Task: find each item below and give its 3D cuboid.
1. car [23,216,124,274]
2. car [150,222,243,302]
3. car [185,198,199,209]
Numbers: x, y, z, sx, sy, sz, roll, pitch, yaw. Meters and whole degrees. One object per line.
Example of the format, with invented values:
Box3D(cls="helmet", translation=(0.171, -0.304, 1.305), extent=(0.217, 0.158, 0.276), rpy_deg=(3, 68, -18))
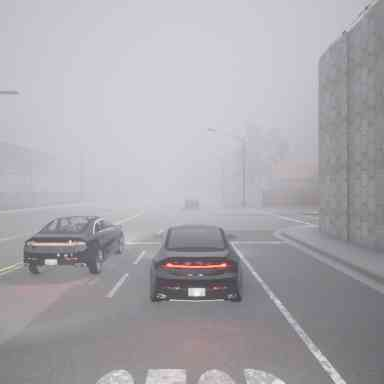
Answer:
Box3D(cls="car", translation=(-3.430, 1.492, 10.509), extent=(2.128, 1.511, 4.902), rpy_deg=(0, 0, 0))
Box3D(cls="car", translation=(0.078, 1.505, 8.241), extent=(1.837, 1.490, 4.892), rpy_deg=(0, 0, 0))
Box3D(cls="car", translation=(-0.026, 1.491, 44.224), extent=(2.128, 1.511, 4.902), rpy_deg=(0, 0, 0))
